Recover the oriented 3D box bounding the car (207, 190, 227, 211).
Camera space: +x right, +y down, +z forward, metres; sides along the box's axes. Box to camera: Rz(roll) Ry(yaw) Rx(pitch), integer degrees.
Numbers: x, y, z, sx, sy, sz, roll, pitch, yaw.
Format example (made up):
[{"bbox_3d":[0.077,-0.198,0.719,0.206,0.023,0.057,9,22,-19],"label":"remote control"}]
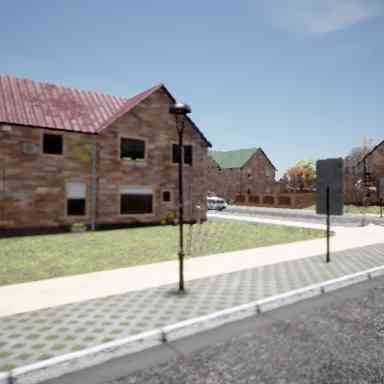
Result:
[{"bbox_3d":[1.063,0.800,33.163,2.150,2.045,5.566,1,2,-36],"label":"car"}]
